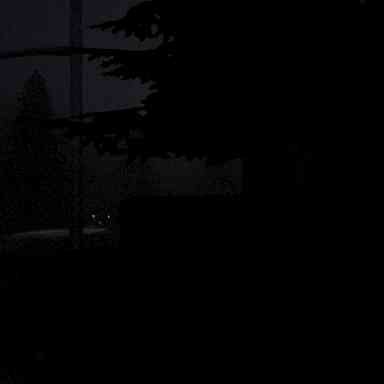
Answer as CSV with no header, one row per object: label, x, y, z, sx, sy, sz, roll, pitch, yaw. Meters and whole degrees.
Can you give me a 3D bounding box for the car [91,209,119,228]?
car,-4.381,1.585,22.294,1.895,1.301,4.718,0,0,36
